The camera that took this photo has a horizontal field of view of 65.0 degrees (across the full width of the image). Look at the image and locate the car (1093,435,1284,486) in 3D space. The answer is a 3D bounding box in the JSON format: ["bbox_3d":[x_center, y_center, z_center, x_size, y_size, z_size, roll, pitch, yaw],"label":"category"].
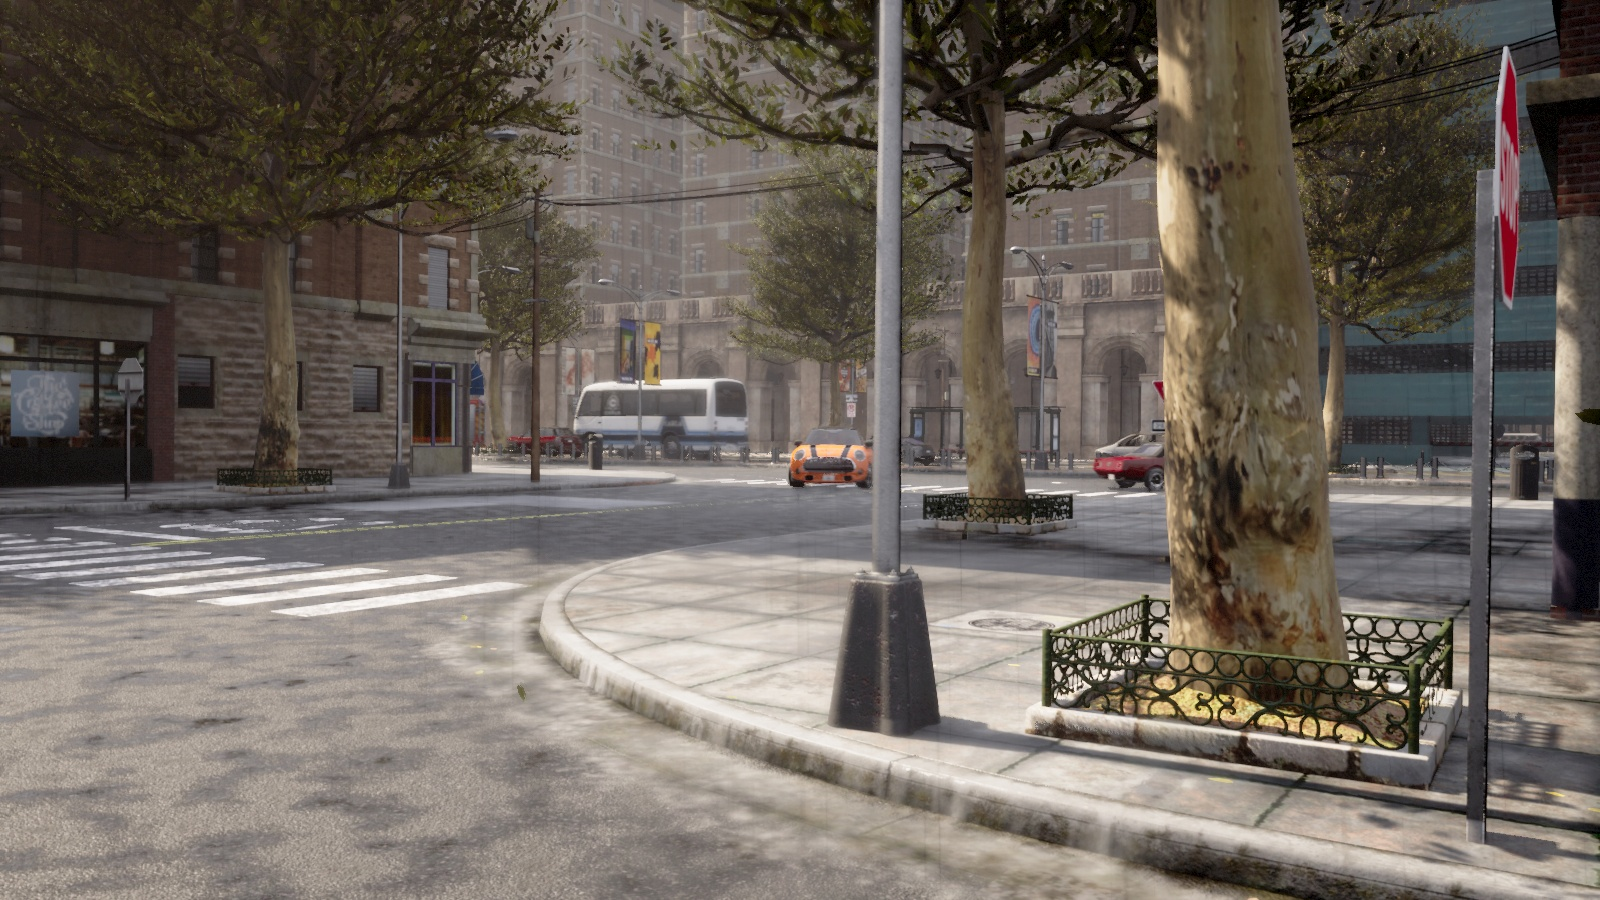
[{"bbox_3d":[10.726,0.262,34.733,4.718,1.301,1.895,-1,1,-12],"label":"car"}]

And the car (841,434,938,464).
[{"bbox_3d":[4.267,-0.060,60.085,4.181,1.385,1.994,0,1,34],"label":"car"}]

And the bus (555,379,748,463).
[{"bbox_3d":[-8.178,-1.497,68.267,10.273,4.253,3.944,0,1,33],"label":"bus"}]

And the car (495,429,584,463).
[{"bbox_3d":[-14.098,-0.204,68.005,4.553,1.767,2.097,0,1,33],"label":"car"}]

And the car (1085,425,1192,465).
[{"bbox_3d":[14.385,-0.227,53.403,3.988,1.617,1.851,0,1,33],"label":"car"}]

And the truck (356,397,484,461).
[{"bbox_3d":[-23.873,-1.282,78.627,8.468,3.827,2.891,0,1,33],"label":"truck"}]

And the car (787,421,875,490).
[{"bbox_3d":[0.941,0.107,34.895,2.097,1.767,4.553,-1,1,6],"label":"car"}]
